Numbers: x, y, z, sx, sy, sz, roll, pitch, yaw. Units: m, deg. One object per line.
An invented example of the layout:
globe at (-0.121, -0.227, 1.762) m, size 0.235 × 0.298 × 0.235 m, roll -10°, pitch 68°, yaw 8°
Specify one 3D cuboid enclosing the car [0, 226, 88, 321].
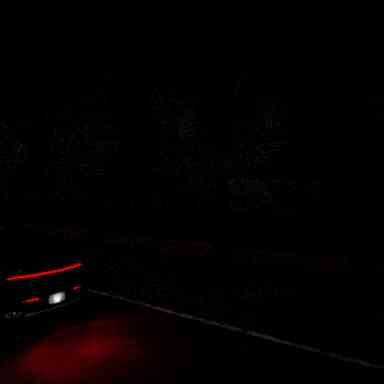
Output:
car at (-4.189, 1.461, 6.800) m, size 4.892 × 1.490 × 1.837 m, roll 0°, pitch 0°, yaw 35°
